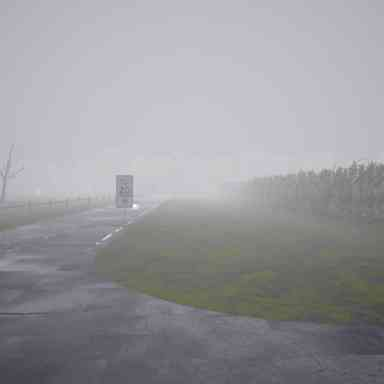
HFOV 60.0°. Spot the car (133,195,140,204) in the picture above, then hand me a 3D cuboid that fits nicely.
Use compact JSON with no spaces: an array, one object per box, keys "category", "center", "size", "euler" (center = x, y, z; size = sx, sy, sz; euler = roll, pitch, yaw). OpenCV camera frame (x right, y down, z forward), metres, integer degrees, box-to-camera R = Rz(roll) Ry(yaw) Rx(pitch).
[{"category":"car","center":[-9.423,1.146,52.368],"size":[1.895,1.301,4.718],"euler":[1,0,-2]}]
